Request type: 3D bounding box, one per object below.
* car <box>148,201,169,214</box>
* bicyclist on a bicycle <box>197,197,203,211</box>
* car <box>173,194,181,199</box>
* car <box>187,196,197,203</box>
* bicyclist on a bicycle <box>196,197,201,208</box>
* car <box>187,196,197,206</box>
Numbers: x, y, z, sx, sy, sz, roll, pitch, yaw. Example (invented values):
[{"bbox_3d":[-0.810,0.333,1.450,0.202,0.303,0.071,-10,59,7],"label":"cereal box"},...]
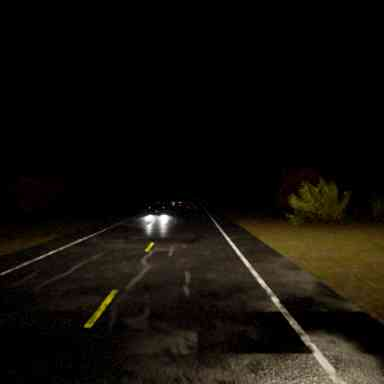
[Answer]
[{"bbox_3d":[-3.606,1.654,35.877,1.895,1.301,4.718,0,0,0],"label":"car"},{"bbox_3d":[0.954,1.426,39.449,0.659,1.776,1.843,0,0,0],"label":"bicyclist on a bicycle"},{"bbox_3d":[-3.521,1.312,78.181,1.812,1.442,4.674,0,0,0],"label":"car"},{"bbox_3d":[-0.020,1.597,75.080,2.033,1.411,5.357,0,0,0],"label":"car"},{"bbox_3d":[0.952,1.513,48.243,0.582,1.620,1.656,0,0,0],"label":"bicyclist on a bicycle"},{"bbox_3d":[0.021,1.556,57.430,2.128,1.511,4.902,0,0,0],"label":"car"}]
